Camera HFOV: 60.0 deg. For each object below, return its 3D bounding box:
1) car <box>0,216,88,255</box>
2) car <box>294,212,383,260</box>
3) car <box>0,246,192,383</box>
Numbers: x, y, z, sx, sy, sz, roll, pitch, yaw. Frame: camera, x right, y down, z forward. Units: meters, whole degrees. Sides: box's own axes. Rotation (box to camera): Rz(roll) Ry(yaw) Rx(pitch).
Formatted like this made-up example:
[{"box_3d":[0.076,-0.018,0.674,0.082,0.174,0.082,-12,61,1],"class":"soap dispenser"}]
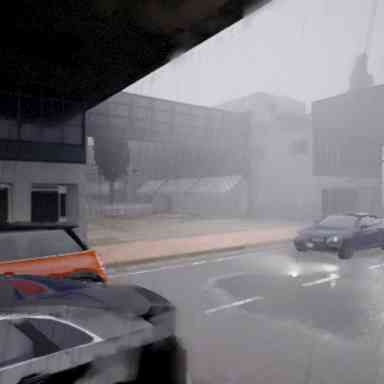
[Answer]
[{"box_3d":[-3.803,1.355,5.579,4.553,1.767,2.097,0,0,-35],"class":"car"},{"box_3d":[5.817,1.498,12.433,4.674,1.442,1.812,0,0,-36],"class":"car"},{"box_3d":[-2.305,1.496,2.346,4.902,1.511,2.128,0,0,-36],"class":"car"}]
